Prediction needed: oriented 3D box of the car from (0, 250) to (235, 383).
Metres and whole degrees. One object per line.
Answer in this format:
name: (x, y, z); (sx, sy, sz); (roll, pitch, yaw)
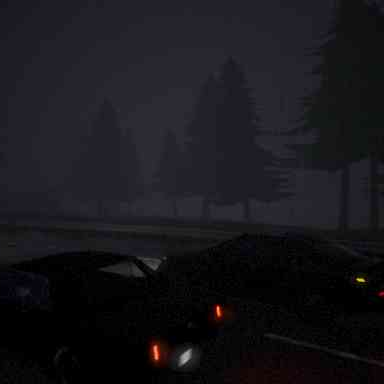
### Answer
car: (-1.952, 1.587, 4.973); (4.718, 1.301, 1.895); (0, 0, 32)

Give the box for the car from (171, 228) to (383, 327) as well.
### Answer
car: (1.414, 1.498, 6.919); (4.674, 1.442, 1.812); (0, 0, 34)
